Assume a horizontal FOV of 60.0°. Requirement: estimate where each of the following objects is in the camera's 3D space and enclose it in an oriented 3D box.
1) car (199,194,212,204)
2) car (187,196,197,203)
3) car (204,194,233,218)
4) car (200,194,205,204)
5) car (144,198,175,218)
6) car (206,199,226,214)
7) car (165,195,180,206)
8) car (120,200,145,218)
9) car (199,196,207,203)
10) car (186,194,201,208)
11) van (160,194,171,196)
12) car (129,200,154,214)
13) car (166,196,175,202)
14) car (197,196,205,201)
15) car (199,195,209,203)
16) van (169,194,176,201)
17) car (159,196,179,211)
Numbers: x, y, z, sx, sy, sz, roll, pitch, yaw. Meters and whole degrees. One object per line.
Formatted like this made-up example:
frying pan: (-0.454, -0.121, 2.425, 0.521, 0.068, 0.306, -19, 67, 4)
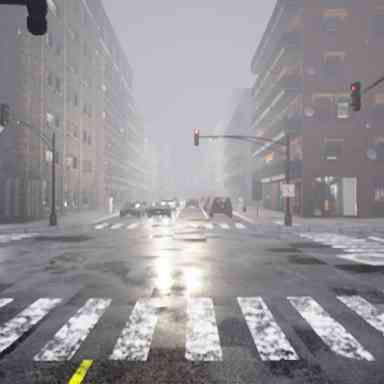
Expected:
car: (2.477, 1.372, 63.694, 2.192, 1.841, 5.009, 1, 0, 0)
car: (-0.052, 1.652, 70.529, 1.994, 1.385, 4.181, 0, 0, 0)
car: (2.536, 1.312, 30.336, 2.192, 1.841, 5.009, 1, 0, 0)
car: (2.516, 1.316, 41.460, 2.192, 1.841, 5.009, 1, 0, 0)
car: (-2.893, 1.561, 30.514, 1.994, 1.385, 4.181, 0, 0, 0)
car: (2.522, 1.523, 36.065, 1.752, 1.417, 4.829, 1, 0, 0)
car: (-2.841, 1.542, 50.605, 1.812, 1.442, 4.674, 0, 0, 0)
car: (-5.349, 1.563, 30.277, 1.947, 1.339, 4.313, 1, 0, 0)
car: (2.454, 1.694, 74.818, 1.802, 1.307, 4.206, 1, 0, 0)
car: (0.022, 1.504, 48.534, 2.128, 1.511, 4.902, 0, 0, 0)
van: (-5.402, 1.398, 63.645, 1.690, 1.788, 3.998, 1, 0, 0)
car: (-5.358, 1.564, 35.838, 1.947, 1.339, 4.313, 1, 0, 0)
car: (-5.444, 1.724, 85.900, 2.008, 1.369, 4.403, 1, 0, 0)
car: (2.427, 1.771, 91.509, 1.947, 1.339, 4.313, 1, 0, 0)
car: (2.465, 1.524, 69.258, 1.967, 1.590, 4.097, 1, 0, 0)
van: (-5.450, 1.546, 91.465, 1.690, 1.788, 3.998, 1, 0, 0)
car: (-2.893, 1.526, 40.404, 1.812, 1.442, 4.674, 0, 0, 0)
